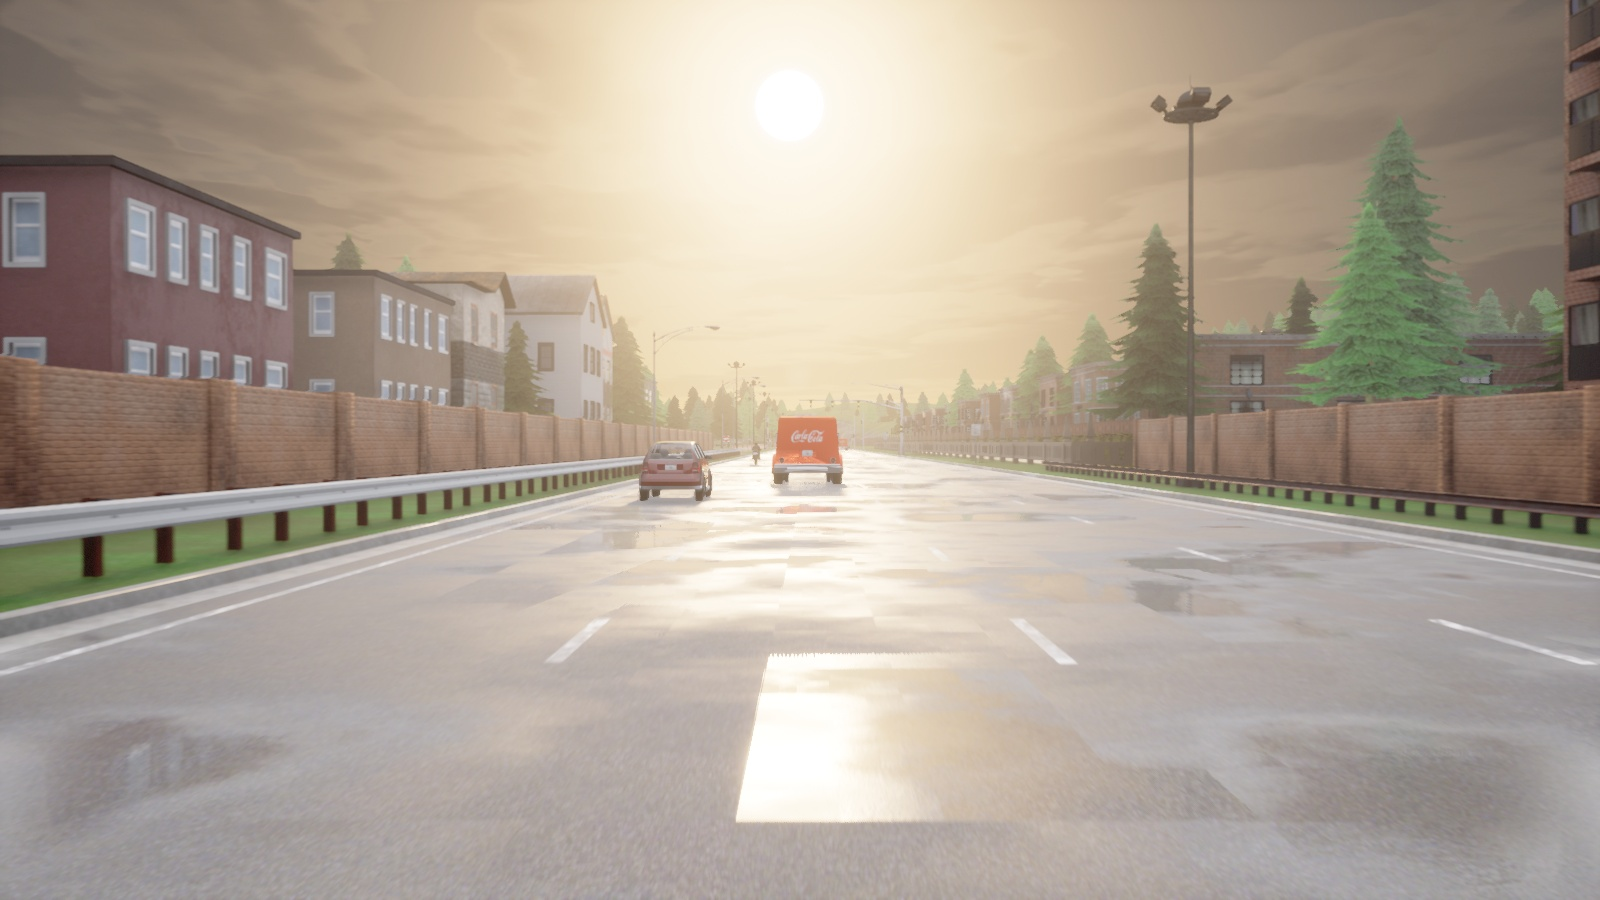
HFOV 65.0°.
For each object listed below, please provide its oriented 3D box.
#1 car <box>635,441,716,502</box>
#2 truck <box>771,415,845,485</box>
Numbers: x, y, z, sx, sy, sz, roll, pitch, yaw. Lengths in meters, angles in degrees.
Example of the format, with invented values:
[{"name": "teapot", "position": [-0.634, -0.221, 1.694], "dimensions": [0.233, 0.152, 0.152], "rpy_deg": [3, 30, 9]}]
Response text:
[{"name": "car", "position": [-3.293, 0.533, 33.740], "dimensions": [1.789, 1.549, 3.705], "rpy_deg": [0, 0, 0]}, {"name": "truck", "position": [0.283, -0.004, 47.113], "dimensions": [2.627, 2.467, 5.204], "rpy_deg": [0, 0, 0]}]
